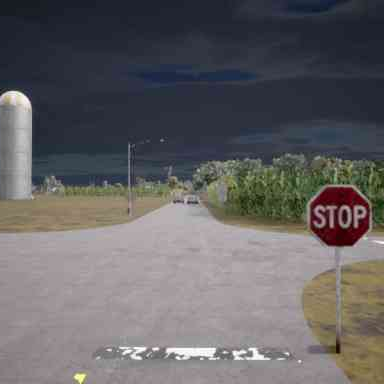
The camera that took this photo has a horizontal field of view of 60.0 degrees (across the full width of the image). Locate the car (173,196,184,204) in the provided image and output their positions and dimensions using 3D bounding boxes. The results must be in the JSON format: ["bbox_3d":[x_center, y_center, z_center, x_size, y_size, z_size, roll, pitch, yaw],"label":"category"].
[{"bbox_3d":[-2.576,1.536,65.367,1.994,1.385,4.181,0,0,0],"label":"car"}]

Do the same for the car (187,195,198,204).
[{"bbox_3d":[0.163,1.540,61.188,1.994,1.385,4.181,0,0,0],"label":"car"}]

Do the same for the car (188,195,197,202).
[{"bbox_3d":[0.190,1.393,71.225,1.895,1.301,4.718,0,0,0],"label":"car"}]
